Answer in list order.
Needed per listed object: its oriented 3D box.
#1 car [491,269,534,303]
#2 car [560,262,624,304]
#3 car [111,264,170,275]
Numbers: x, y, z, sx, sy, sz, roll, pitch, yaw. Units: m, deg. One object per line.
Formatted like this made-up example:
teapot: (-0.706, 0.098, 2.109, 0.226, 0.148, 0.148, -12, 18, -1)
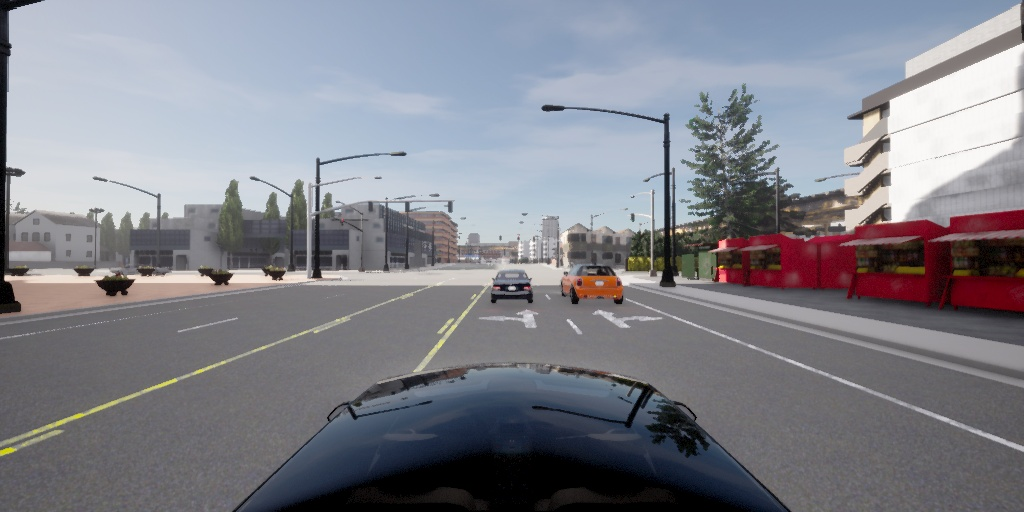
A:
car: (0.000, 1.318, 16.502, 2.033, 1.411, 5.357, 0, 0, 0)
car: (3.500, 1.121, 16.473, 2.097, 1.767, 4.553, 0, 0, 0)
car: (-40.002, 1.529, 38.690, 4.718, 1.301, 1.895, 0, -1, 0)
